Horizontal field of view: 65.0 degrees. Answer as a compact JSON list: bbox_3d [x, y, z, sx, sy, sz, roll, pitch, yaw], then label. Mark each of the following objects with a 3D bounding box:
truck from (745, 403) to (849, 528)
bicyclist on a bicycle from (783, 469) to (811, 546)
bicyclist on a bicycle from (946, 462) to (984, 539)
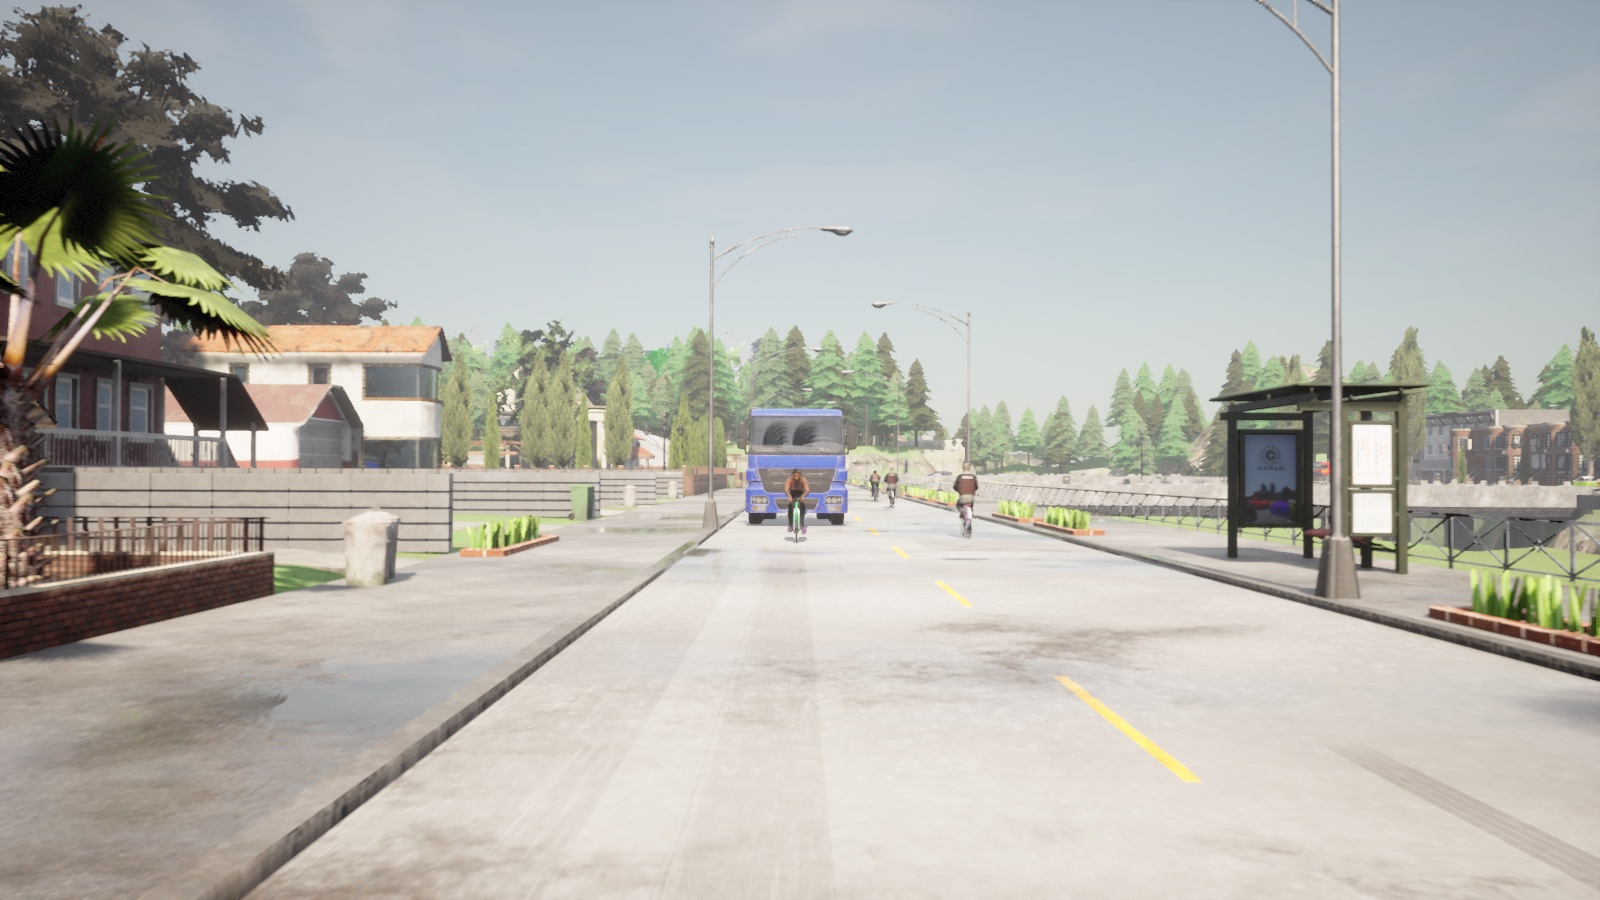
[{"bbox_3d":[-0.095,0.483,38.845,2.891,3.462,7.936,0,-1,0],"label":"truck"},{"bbox_3d":[-0.065,1.226,27.363,0.582,1.620,1.656,0,-1,0],"label":"bicyclist on a bicycle"},{"bbox_3d":[3.929,1.171,29.963,0.659,1.776,1.843,0,-1,0],"label":"bicyclist on a bicycle"}]
